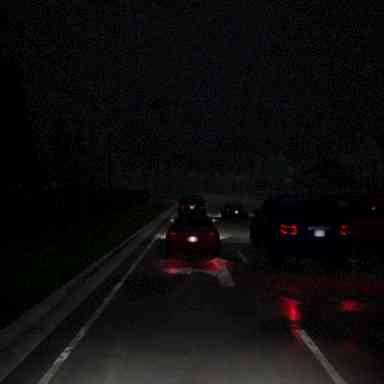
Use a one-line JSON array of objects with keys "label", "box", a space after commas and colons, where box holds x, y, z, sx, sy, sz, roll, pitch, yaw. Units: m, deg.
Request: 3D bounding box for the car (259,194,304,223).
[{"label": "car", "box": [7.022, 1.216, 26.814, 2.150, 2.045, 5.566, 0, 0, 0]}]

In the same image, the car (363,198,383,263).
[{"label": "car", "box": [7.028, 1.220, 11.813, 2.150, 2.045, 5.566, 0, 0, 0]}]

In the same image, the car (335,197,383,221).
[{"label": "car", "box": [14.032, 1.344, 27.875, 2.097, 1.767, 4.553, 0, 0, 0]}]

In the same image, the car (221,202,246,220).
[{"label": "car", "box": [3.535, 1.558, 28.251, 1.994, 1.385, 4.181, 0, 0, 1]}]

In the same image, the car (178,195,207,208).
[{"label": "car", "box": [0.022, 1.216, 26.808, 2.150, 2.045, 5.566, 0, 0, 0]}]

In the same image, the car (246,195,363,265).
[{"label": "car", "box": [3.528, 1.220, 11.820, 2.150, 2.045, 5.566, 0, 0, 0]}]

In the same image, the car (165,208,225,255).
[{"label": "car", "box": [0.041, 1.561, 13.233, 1.994, 1.385, 4.181, 0, 0, 0]}]

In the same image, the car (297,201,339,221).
[{"label": "car", "box": [10.535, 1.557, 28.121, 1.994, 1.385, 4.181, 0, 0, 0]}]
